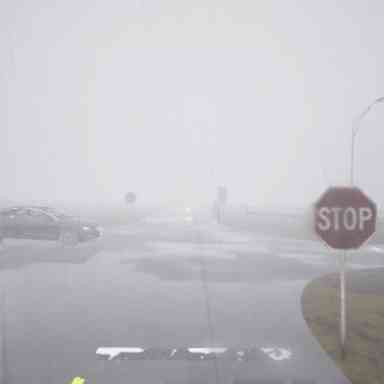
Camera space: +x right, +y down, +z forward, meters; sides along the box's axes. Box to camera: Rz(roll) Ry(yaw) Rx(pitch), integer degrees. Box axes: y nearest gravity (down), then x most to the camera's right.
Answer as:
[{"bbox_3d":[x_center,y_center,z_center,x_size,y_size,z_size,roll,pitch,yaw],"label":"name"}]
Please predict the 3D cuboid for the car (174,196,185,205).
[{"bbox_3d":[-2.434,1.646,65.503,2.097,1.767,4.553,0,0,0],"label":"car"}]

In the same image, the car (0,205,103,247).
[{"bbox_3d":[-6.158,1.327,13.567,4.902,1.511,2.128,2,-1,0],"label":"car"}]
